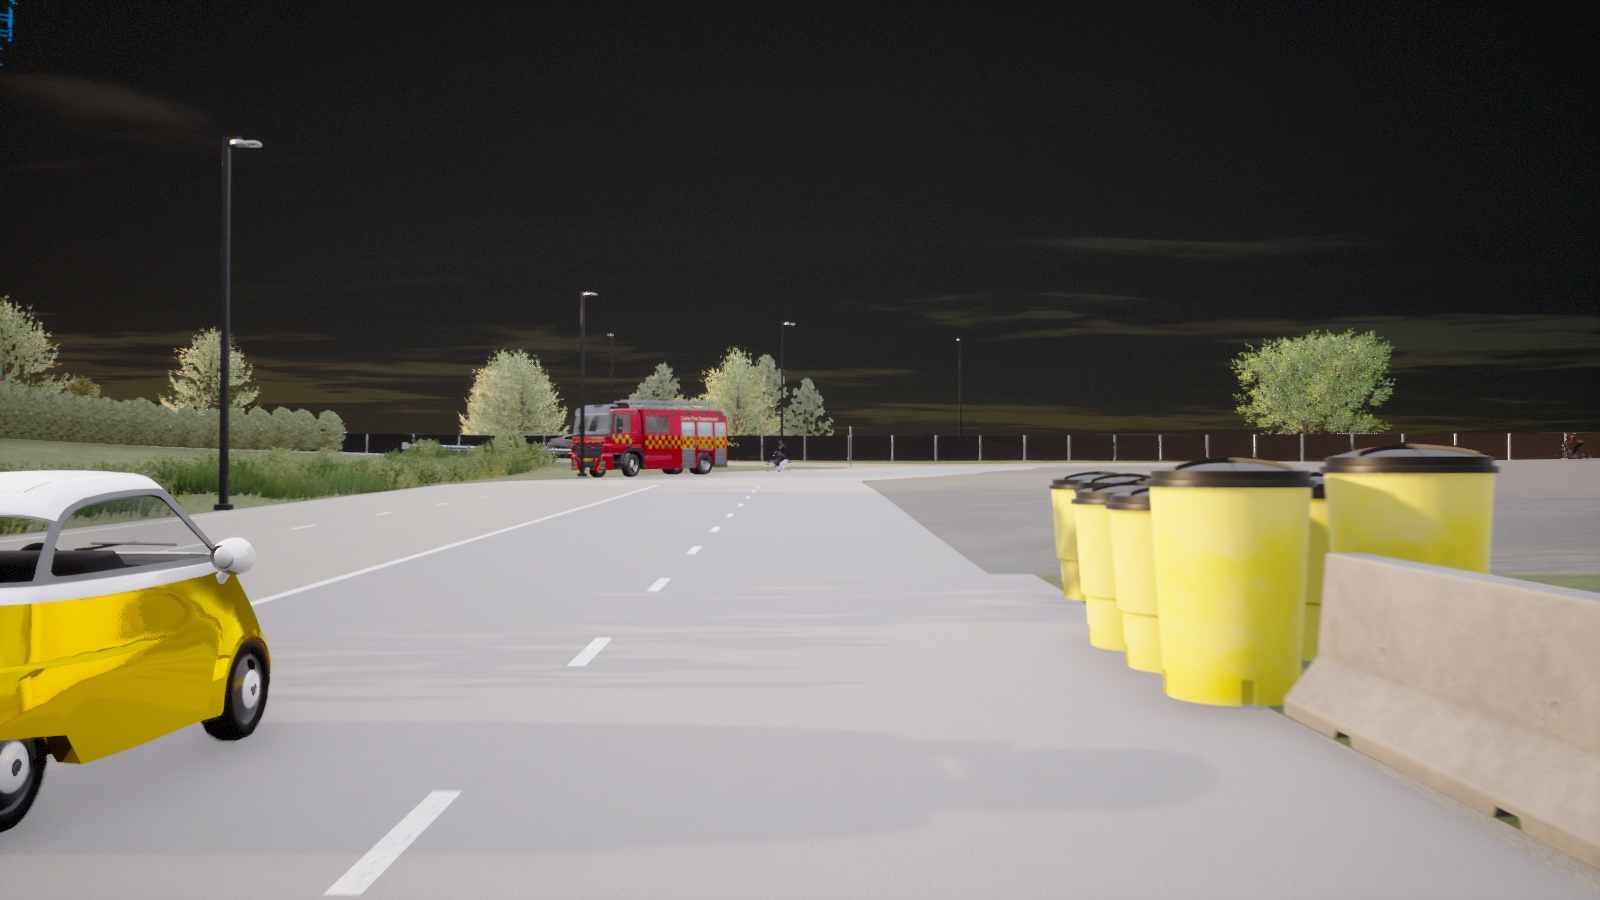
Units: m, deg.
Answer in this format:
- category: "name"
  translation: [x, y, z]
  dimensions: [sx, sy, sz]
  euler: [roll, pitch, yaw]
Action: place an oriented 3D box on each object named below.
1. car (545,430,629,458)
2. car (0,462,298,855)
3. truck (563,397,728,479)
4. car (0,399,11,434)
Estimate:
- category: "car"
  translation: [-13.925, -0.382, 82.168]
  dimensions: [5.027, 1.651, 2.152]
  euler: [2, -1, 2]
- category: "car"
  translation: [-3.452, 0.768, 5.660]
  dimensions: [1.481, 1.376, 2.207]
  euler: [0, 1, 0]
- category: "truck"
  translation: [-7.612, -0.576, 63.105]
  dimensions: [2.891, 3.827, 8.468]
  euler: [-1, 0, 40]
- category: "car"
  translation: [-39.143, -1.662, 57.890]
  dimensions: [2.152, 1.651, 5.027]
  euler: [0, -2, 3]
